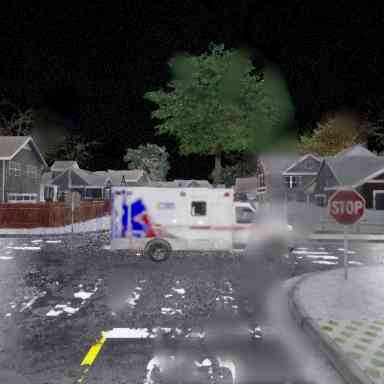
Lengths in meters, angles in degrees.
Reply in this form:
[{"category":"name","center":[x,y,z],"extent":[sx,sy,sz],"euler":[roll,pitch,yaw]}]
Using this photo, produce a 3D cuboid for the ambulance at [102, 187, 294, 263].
[{"category":"ambulance","center":[0.281,1.107,11.817],"extent":[6.366,2.431,2.351],"euler":[1,-1,-1]}]
